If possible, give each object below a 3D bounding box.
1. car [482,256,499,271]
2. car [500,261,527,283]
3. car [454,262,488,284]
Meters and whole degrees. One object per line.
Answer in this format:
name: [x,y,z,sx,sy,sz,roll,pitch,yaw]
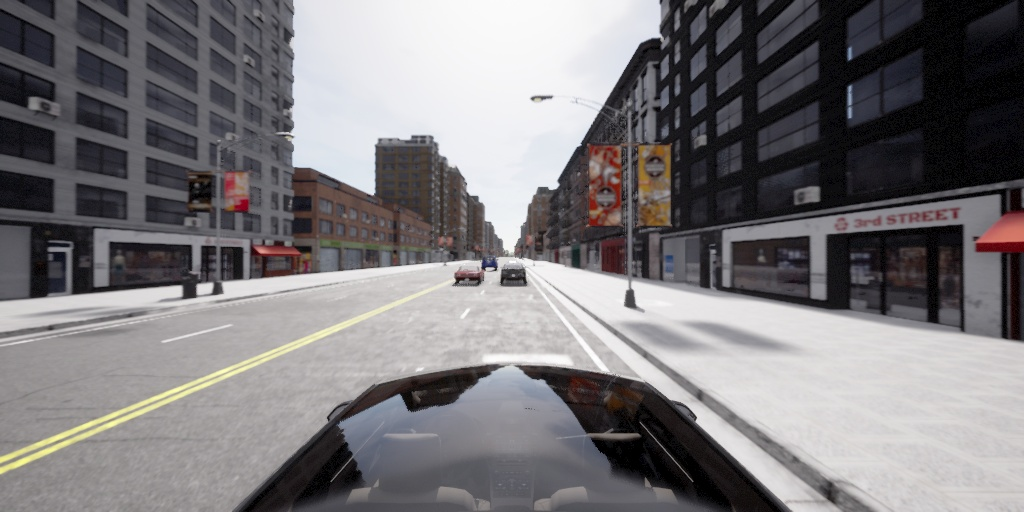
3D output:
car: [-3.144,0.987,51.139,2.150,2.045,5.566,0,0,0]
car: [0.105,1.239,27.758,1.882,1.535,5.008,0,0,0]
car: [-3.147,1.362,27.466,1.895,1.301,4.718,0,0,0]
